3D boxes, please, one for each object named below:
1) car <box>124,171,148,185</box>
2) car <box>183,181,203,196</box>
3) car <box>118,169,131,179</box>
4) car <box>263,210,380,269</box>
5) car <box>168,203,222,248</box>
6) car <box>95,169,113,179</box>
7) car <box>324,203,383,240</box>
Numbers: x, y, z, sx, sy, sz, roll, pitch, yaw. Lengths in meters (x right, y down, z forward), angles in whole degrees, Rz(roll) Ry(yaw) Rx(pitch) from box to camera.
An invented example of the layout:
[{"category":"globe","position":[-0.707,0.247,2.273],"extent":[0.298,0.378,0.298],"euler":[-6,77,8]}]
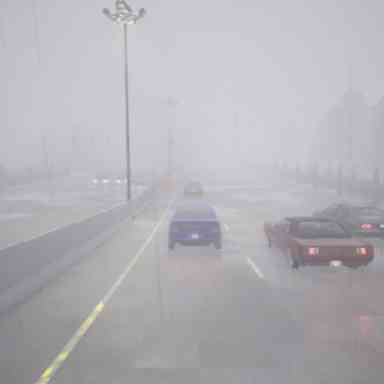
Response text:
[{"category":"car","position":[-7.018,-1.731,43.870],"extent":[2.033,1.411,5.357],"euler":[0,7,1]},{"category":"car","position":[0.111,-0.446,33.457],"extent":[1.994,1.385,4.181],"euler":[0,7,0]},{"category":"car","position":[-10.400,-2.828,52.808],"extent":[1.812,1.442,4.674],"euler":[0,7,0]},{"category":"car","position":[3.602,1.423,10.527],"extent":[1.895,1.301,4.718],"euler":[0,2,0]},{"category":"car","position":[0.103,1.182,13.340],"extent":[1.882,1.535,5.008],"euler":[0,3,0]},{"category":"car","position":[-13.900,-2.835,52.806],"extent":[1.837,1.490,4.892],"euler":[0,7,0]},{"category":"car","position":[7.103,1.180,14.841],"extent":[2.033,1.411,5.357],"euler":[0,3,0]}]
